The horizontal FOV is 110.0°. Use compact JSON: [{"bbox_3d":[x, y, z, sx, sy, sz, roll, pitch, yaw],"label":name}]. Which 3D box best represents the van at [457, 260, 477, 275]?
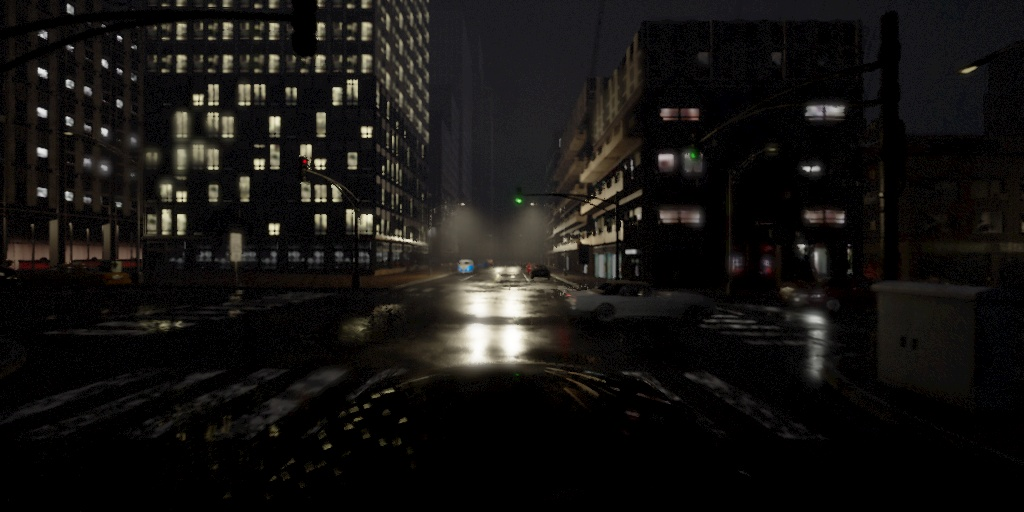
[{"bbox_3d":[-5.722,1.382,44.416,1.690,1.789,3.998,0,0,0],"label":"van"}]

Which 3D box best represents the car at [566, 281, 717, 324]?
[{"bbox_3d":[4.357,1.539,12.432,4.718,1.301,1.895,1,0,-1],"label":"car"}]

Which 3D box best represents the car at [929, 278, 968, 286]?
[{"bbox_3d":[21.352,1.814,18.323,4.829,1.417,1.751,0,0,-1],"label":"car"}]

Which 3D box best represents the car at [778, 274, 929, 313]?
[{"bbox_3d":[14.744,1.675,15.655,4.674,1.442,1.812,1,0,-1],"label":"car"}]

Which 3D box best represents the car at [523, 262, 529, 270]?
[{"bbox_3d":[2.659,1.588,44.423,1.888,1.381,4.507,0,0,0],"label":"car"}]

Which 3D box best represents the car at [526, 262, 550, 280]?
[{"bbox_3d":[2.666,1.539,34.456,1.948,1.339,4.313,0,0,0],"label":"car"}]

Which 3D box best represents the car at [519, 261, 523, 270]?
[{"bbox_3d":[2.646,1.712,61.385,2.007,1.370,4.403,0,0,0],"label":"car"}]

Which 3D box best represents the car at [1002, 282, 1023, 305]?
[{"bbox_3d":[27.045,1.960,18.391,4.313,1.339,1.948,0,0,-1],"label":"car"}]

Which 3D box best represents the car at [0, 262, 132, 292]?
[{"bbox_3d":[-22.057,0.984,17.895,4.829,1.417,1.751,0,0,-1],"label":"car"}]
